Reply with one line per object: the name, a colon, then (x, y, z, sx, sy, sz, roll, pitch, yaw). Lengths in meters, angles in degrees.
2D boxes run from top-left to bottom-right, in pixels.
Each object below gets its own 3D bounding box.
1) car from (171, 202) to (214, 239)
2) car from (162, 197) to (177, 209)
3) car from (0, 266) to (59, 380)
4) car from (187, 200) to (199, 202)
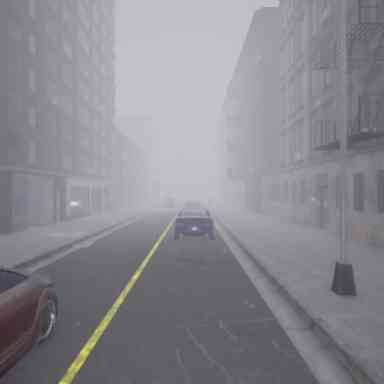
car: (0.103, 1.491, 17.335, 1.882, 1.535, 5.008, 0, 0, 0)
car: (-3.074, 1.535, 46.377, 1.837, 1.490, 4.892, 0, 0, 0)
car: (-3.100, 1.567, 3.593, 1.994, 1.385, 4.181, 0, 0, 0)
car: (0.107, 1.589, 36.621, 1.994, 1.385, 4.181, 0, 0, 0)
